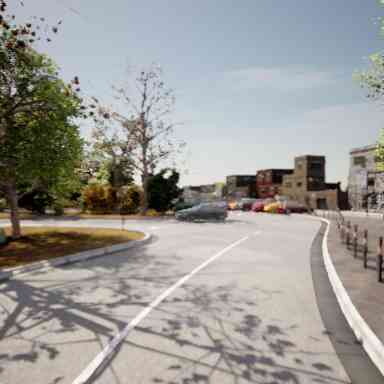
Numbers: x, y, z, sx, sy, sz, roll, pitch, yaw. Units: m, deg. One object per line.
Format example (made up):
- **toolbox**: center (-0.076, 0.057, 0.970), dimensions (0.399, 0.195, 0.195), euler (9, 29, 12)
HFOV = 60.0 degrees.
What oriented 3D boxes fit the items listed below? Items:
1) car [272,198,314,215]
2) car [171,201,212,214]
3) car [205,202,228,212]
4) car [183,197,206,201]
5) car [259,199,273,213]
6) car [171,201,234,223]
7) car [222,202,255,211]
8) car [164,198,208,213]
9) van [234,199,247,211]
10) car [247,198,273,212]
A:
- **car**: center (13.005, 1.928, 41.948), dimensions (4.553, 1.767, 2.185), euler (1, -1, -16)
- **car**: center (-0.085, 2.002, 43.234), dimensions (4.892, 1.521, 2.231), euler (1, -1, -16)
- **car**: center (3.535, 2.222, 48.887), dimensions (1.812, 1.442, 4.674), euler (1, -2, -15)
- **car**: center (0.672, 1.692, 40.680), dimensions (5.566, 2.045, 2.435), euler (1, -1, -16)
- **car**: center (12.195, 2.119, 44.870), dimensions (5.008, 1.535, 2.097), euler (1, -1, -16)
- **car**: center (0.870, 1.749, 27.846), dimensions (4.674, 1.442, 1.812), euler (1, 0, -27)
- **car**: center (8.279, 2.546, 59.410), dimensions (5.366, 1.575, 1.946), euler (1, -2, -16)
- **car**: center (-0.830, 1.815, 45.931), dimensions (5.566, 2.045, 2.435), euler (1, -1, -16)
- **van**: center (9.603, 2.126, 53.607), dimensions (4.442, 1.987, 1.878), euler (1, -2, -16)
- **car**: center (11.371, 1.931, 47.674), dimensions (5.566, 2.045, 2.435), euler (1, -2, -16)
